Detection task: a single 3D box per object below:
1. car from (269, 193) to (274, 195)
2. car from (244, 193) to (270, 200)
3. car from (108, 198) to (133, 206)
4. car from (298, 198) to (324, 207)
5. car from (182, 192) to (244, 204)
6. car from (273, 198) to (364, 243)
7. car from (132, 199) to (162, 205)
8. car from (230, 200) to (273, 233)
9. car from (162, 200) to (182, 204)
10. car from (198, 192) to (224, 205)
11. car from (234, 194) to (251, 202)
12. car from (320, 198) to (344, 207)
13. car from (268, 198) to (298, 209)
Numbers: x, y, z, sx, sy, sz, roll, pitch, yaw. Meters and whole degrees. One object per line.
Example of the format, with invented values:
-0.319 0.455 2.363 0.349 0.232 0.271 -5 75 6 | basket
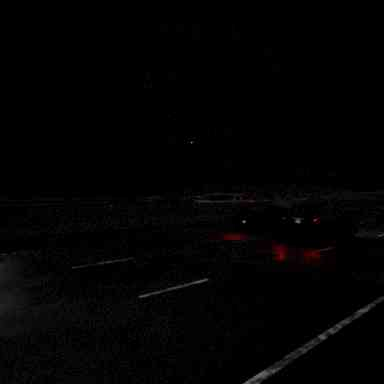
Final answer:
19.226 0.966 83.747 2.033 1.411 5.357 1 2 33 | car
8.618 1.383 47.450 4.553 1.767 2.097 1 0 -43 | car
-8.150 1.405 40.366 1.994 1.385 4.181 0 0 36 | car
21.186 1.843 59.173 5.357 1.411 2.033 1 -1 -43 | car
2.072 1.148 31.716 5.566 2.045 2.150 1 0 -43 | car
6.234 1.325 16.146 4.553 1.767 2.097 0 0 -43 | car
-3.680 1.478 35.919 4.718 1.301 1.895 0 0 -43 | car
4.582 1.434 19.397 5.008 1.535 1.882 0 0 -43 | car
-0.237 1.398 34.348 4.902 1.511 2.128 1 0 -43 | car
3.443 1.045 58.219 2.150 2.045 5.566 1 1 31 | car
10.739 1.161 70.402 1.882 1.535 5.008 1 1 31 | car
24.034 1.805 57.073 5.008 1.535 1.882 1 -1 -43 | car
12.762 1.609 46.536 4.674 1.442 1.812 1 0 -43 | car
